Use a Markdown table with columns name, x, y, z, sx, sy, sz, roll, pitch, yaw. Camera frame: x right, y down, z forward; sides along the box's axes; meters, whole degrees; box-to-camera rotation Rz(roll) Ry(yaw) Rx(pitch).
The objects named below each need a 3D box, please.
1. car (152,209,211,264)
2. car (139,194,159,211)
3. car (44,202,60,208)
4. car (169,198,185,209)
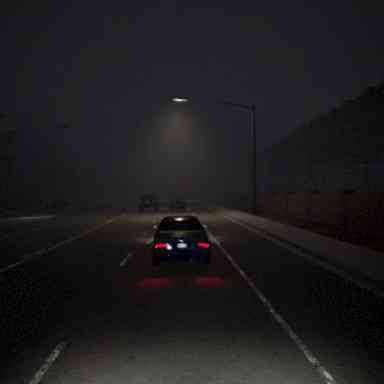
| name | x | y | z | sx | sy | sz | roll | pitch | yaw |
| --- | --- | --- | --- | --- | --- | --- | --- | --- | --- |
| car | -0.407 | 1.559 | 11.827 | 2.033 | 1.411 | 5.357 | 0 | 0 | -3 |
| car | -5.346 | 1.289 | 41.520 | 2.150 | 2.045 | 5.566 | 0 | 0 | -3 |
| car | -15.851 | 1.401 | 39.323 | 1.895 | 1.301 | 4.718 | 0 | 0 | -3 |
| car | -1.866 | 1.520 | 42.064 | 1.882 | 1.535 | 5.008 | 0 | 0 | -3 |
